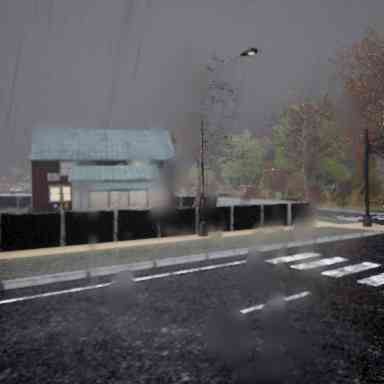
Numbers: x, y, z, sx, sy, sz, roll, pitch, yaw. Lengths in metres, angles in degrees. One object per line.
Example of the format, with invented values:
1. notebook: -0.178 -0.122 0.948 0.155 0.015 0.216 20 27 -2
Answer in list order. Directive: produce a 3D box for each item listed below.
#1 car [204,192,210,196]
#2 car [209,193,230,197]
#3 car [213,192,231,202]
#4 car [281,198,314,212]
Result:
1. car: 3.237 0.844 74.281 1.837 1.490 4.892 -2 1 -15
2. car: 5.115 1.266 56.268 2.033 1.411 5.357 -2 1 -14
3. car: 5.799 0.939 64.581 2.097 1.767 4.553 -2 1 -15
4. car: 10.713 1.367 34.851 1.882 1.535 5.008 -2 1 -15
